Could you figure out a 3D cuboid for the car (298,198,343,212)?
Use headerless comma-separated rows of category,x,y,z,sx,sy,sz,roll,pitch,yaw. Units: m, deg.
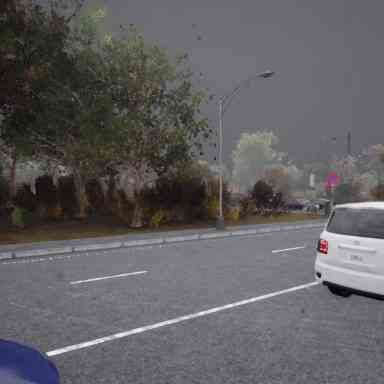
car,15.569,1.491,40.540,2.128,1.511,4.902,0,0,-32

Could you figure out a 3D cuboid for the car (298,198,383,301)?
car,5.050,1.221,7.356,5.566,2.045,2.150,0,0,-35

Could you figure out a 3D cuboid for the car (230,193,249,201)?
car,7.294,1.213,47.085,2.150,2.045,5.566,0,0,-32

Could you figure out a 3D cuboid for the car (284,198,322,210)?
car,12.539,1.491,38.756,2.128,1.511,4.902,0,0,-33

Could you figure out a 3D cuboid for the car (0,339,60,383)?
car,-3.070,1.526,1.553,4.674,1.442,1.812,0,0,-36
